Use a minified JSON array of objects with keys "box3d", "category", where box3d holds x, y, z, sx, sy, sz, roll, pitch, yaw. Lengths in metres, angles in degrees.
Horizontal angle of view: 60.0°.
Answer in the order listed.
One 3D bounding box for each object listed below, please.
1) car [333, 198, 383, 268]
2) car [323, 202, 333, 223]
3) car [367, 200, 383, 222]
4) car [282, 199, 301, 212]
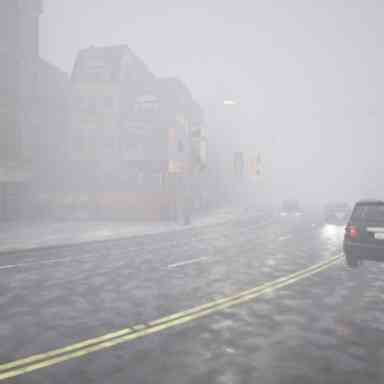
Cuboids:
[{"box3d":[6.559,1.208,10.550,2.150,2.045,5.566,0,0,40],"category":"car"},{"box3d":[11.246,1.498,25.690,2.128,1.511,4.902,-1,0,21],"category":"car"},{"box3d":[15.524,1.476,26.784,1.837,1.490,4.892,0,0,19],"category":"car"},{"box3d":[11.931,1.540,40.014,1.882,1.535,5.008,-1,-1,15],"category":"car"}]
